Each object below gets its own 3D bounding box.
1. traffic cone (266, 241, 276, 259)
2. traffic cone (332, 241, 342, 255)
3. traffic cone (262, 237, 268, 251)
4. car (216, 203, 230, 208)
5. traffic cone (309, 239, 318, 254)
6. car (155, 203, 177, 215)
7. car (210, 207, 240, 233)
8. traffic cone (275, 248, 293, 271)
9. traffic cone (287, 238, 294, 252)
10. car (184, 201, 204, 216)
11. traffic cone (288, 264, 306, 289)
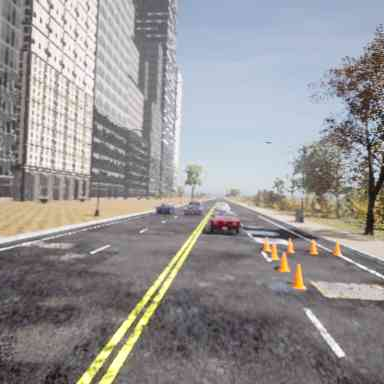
[{"bbox_3d":[3.121,2.247,12.663,0.340,0.580,0.340,2,-1,5],"label":"traffic cone"},{"bbox_3d":[6.281,2.403,14.395,0.340,0.580,0.340,2,-1,5],"label":"traffic cone"},{"bbox_3d":[3.294,2.279,14.656,0.340,0.580,0.340,2,-1,5],"label":"traffic cone"},{"bbox_3d":[4.326,2.299,46.820,1.812,1.442,4.674,2,-1,5],"label":"car"},{"bbox_3d":[5.285,2.362,14.482,0.340,0.580,0.340,2,-1,5],"label":"traffic cone"},{"bbox_3d":[-3.038,1.967,39.345,1.895,1.301,4.718,2,-1,5],"label":"car"},{"bbox_3d":[2.232,1.980,22.699,1.895,1.301,4.718,2,-1,5],"label":"car"},{"bbox_3d":[2.949,2.215,10.671,0.340,0.580,0.340,2,-1,5],"label":"traffic cone"},{"bbox_3d":[4.290,2.320,14.569,0.340,0.580,0.340,2,-1,5],"label":"traffic cone"},{"bbox_3d":[0.309,1.869,40.167,2.097,1.767,4.553,2,-1,5],"label":"car"},{"bbox_3d":[2.776,2.182,8.679,0.340,0.580,0.340,2,-1,5],"label":"traffic cone"}]
